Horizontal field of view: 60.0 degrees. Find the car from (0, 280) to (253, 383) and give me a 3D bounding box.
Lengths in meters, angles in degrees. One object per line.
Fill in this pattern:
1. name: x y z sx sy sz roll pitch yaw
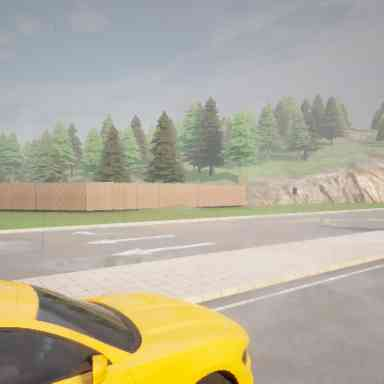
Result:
1. car: -1.703 1.477 2.540 5.008 1.535 1.882 0 0 -35
